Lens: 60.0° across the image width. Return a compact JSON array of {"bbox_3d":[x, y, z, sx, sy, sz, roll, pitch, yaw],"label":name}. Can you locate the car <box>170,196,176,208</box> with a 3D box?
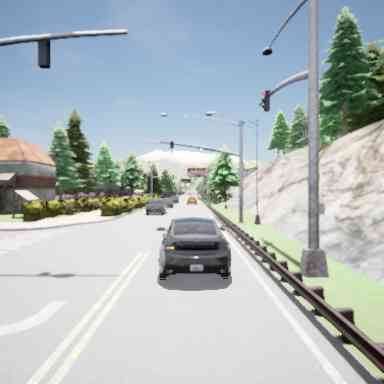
[{"bbox_3d":[-3.584,1.518,46.998,1.812,1.442,4.674,0,1,0],"label":"car"}]

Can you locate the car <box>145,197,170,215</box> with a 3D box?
[{"bbox_3d":[-3.593,1.498,33.868,1.837,1.490,4.892,0,0,0],"label":"car"}]

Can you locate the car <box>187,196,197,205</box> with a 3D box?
[{"bbox_3d":[0.000,1.466,60.697,1.882,1.535,5.008,0,0,0],"label":"car"}]

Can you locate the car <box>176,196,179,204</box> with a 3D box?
[{"bbox_3d":[-3.501,1.493,65.903,1.837,1.490,4.892,0,0,0],"label":"car"}]

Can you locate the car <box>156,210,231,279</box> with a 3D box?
[{"bbox_3d":[-0.010,1.503,10.090,1.837,1.490,4.892,0,0,-3],"label":"car"}]
